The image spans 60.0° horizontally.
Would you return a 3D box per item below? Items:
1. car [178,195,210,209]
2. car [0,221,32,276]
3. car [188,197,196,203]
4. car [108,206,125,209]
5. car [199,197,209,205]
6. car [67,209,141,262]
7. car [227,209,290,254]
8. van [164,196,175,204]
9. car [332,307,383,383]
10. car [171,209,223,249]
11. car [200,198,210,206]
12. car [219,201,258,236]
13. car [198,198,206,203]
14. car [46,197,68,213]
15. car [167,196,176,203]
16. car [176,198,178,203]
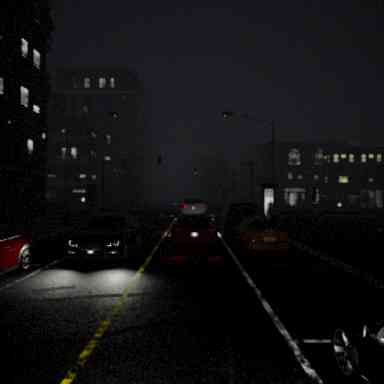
[{"bbox_3d":[0.294,1.435,30.946,2.150,2.045,5.566,0,0,4],"label":"car"},{"bbox_3d":[-5.690,1.497,8.131,1.967,1.590,4.097,0,0,0],"label":"car"},{"bbox_3d":[0.014,2.149,88.636,1.882,1.535,5.008,0,-1,0],"label":"car"},{"bbox_3d":[-5.688,1.696,24.579,1.752,1.417,4.829,0,0,0],"label":"car"},{"bbox_3d":[2.700,1.998,74.091,1.967,1.590,4.097,0,0,0],"label":"car"},{"bbox_3d":[-3.095,1.593,12.572,1.837,1.490,4.892,0,0,0],"label":"car"},{"bbox_3d":[2.692,1.621,13.838,1.752,1.417,4.829,0,0,0],"label":"car"},{"bbox_3d":[-5.680,1.949,79.792,1.690,1.788,3.998,0,0,0],"label":"van"},{"bbox_3d":[2.690,1.585,2.588,1.947,1.339,4.313,0,0,0],"label":"car"},{"bbox_3d":[0.102,1.667,15.147,1.994,1.385,4.181,0,-1,0],"label":"car"},{"bbox_3d":[2.700,1.950,68.395,1.967,1.590,4.097,0,0,0],"label":"car"},{"bbox_3d":[2.693,1.448,19.209,2.192,1.841,5.009,0,0,0],"label":"car"},{"bbox_3d":[2.703,2.261,91.180,2.008,1.369,4.403,0,-1,0],"label":"car"},{"bbox_3d":[-17.267,1.534,38.986,5.009,1.841,2.192,0,-1,0],"label":"car"},{"bbox_3d":[-5.678,2.026,91.185,2.192,1.841,5.009,0,-1,0],"label":"car"},{"bbox_3d":[-2.987,2.016,85.757,2.097,1.767,4.553,0,-1,0],"label":"car"}]
